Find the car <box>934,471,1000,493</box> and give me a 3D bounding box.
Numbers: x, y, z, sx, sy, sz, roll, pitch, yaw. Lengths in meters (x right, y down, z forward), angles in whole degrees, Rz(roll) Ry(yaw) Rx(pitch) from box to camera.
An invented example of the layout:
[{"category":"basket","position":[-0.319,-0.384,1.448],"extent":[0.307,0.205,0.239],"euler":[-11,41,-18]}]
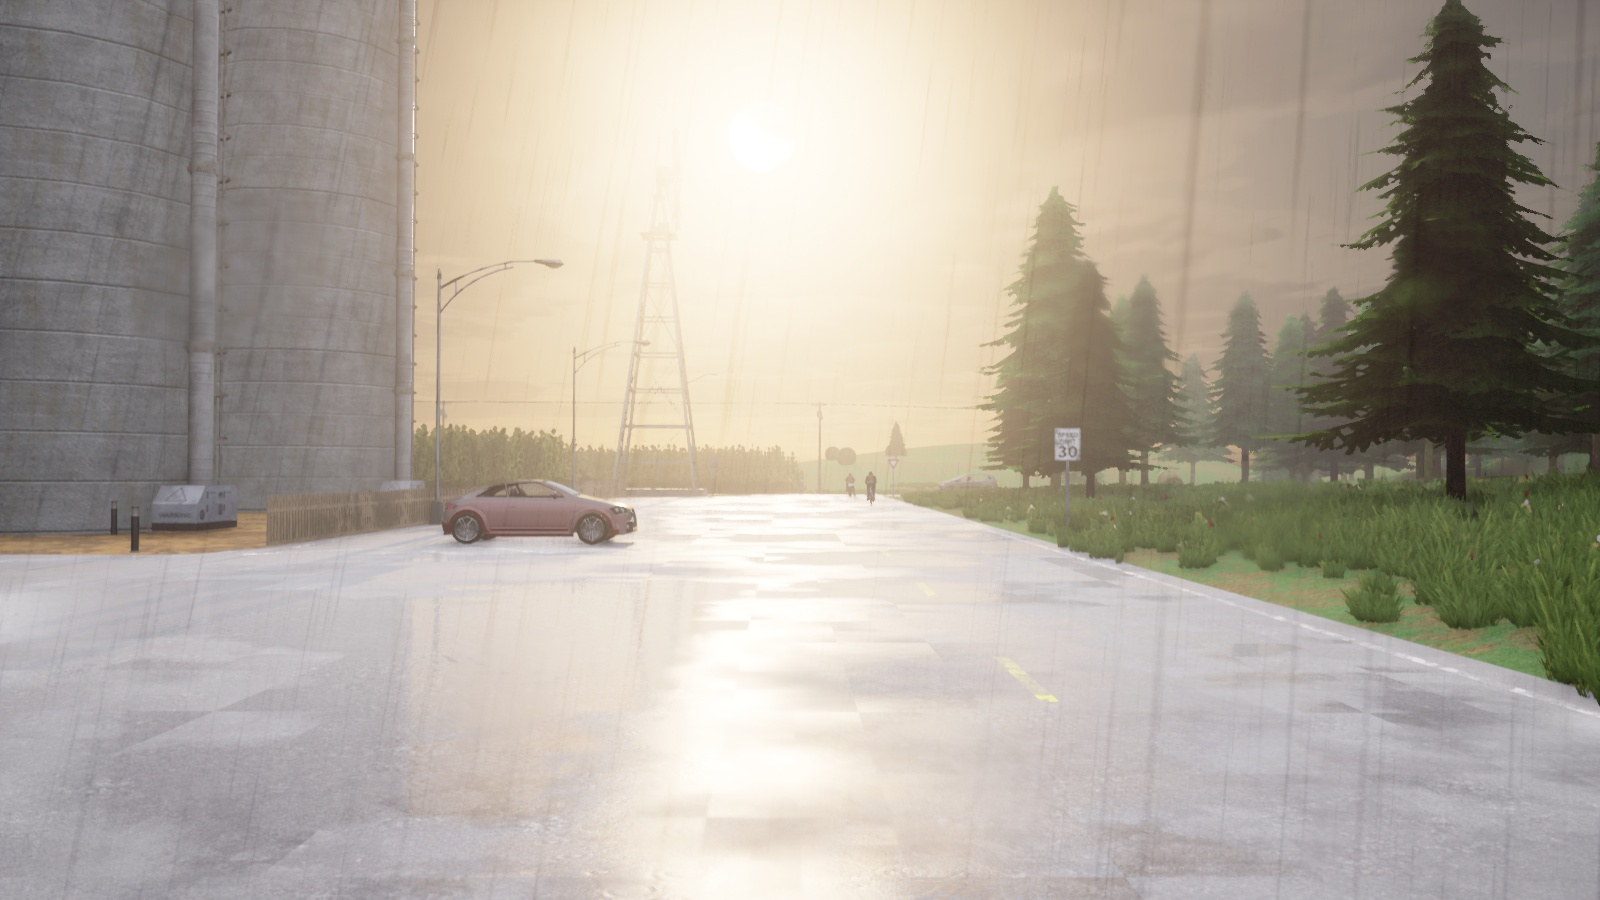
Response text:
[{"category":"car","position":[12.577,2.405,94.870],"extent":[4.611,1.667,2.242],"euler":[0,-1,-1]}]
